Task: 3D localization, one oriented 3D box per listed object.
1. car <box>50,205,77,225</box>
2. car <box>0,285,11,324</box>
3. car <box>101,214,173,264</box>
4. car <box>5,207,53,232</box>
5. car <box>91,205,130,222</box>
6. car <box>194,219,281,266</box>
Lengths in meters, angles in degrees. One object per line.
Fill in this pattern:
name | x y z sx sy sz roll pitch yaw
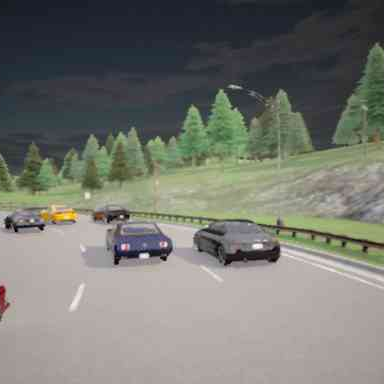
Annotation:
car | -11.414 1.876 28.318 1.882 1.535 5.008 0 -1 -38
car | -3.637 1.673 3.143 1.895 1.301 4.718 -1 -1 -5
car | -2.194 1.746 12.568 1.895 1.301 4.718 0 -1 -18
car | -11.510 1.895 22.856 2.033 1.411 5.357 0 -1 -36
car | -6.994 1.825 28.247 1.882 1.535 5.008 0 -1 -36
car | 1.468 1.663 12.163 1.994 1.385 4.181 0 -1 -16
